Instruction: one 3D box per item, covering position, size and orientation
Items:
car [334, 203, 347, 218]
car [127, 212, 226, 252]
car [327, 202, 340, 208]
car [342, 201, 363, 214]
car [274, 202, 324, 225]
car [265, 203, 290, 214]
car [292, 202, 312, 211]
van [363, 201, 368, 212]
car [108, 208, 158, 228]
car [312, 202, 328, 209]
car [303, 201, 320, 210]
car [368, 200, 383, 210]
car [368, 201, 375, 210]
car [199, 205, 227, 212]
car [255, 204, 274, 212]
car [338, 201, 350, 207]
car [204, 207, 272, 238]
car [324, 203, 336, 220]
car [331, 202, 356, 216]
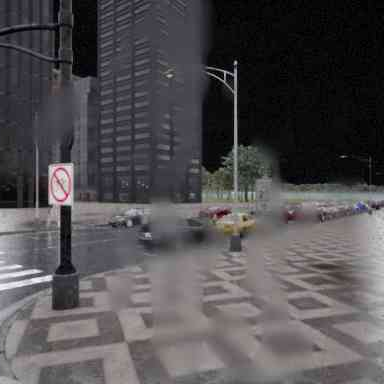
[{"bbox_3d":[15.879,2.245,37.823,1.802,1.307,4.206,-1,-2,36],"label":"car"},{"bbox_3d":[-0.517,1.774,14.850,1.947,1.339,4.313,-1,-2,36],"label":"car"},{"bbox_3d":[31.889,2.889,74.931,1.802,1.307,4.206,-1,-2,36],"label":"car"},{"bbox_3d":[22.431,2.294,47.009,1.967,1.590,4.097,-1,-2,36],"label":"car"},{"bbox_3d":[9.317,1.791,28.637,2.192,1.841,5.009,-1,-2,36],"label":"car"},{"bbox_3d":[12.217,2.304,47.369,2.008,1.369,4.403,-1,-2,36],"label":"car"},{"bbox_3d":[18.775,2.493,56.557,2.008,1.369,4.403,-1,-2,36],"label":"car"},{"bbox_3d":[25.710,2.288,51.605,1.690,1.788,3.998,-1,-2,36],"label":"van"},{"bbox_3d":[-4.173,1.840,24.402,2.008,1.369,4.403,-1,-1,36],"label":"car"},{"bbox_3d":[25.332,2.671,65.744,1.887,1.381,4.507,-1,-2,36],"label":"car"},{"bbox_3d":[22.053,2.475,61.153,1.967,1.590,4.097,-1,-2,36],"label":"car"},{"bbox_3d":[35.547,2.538,65.388,2.192,1.841,5.009,-1,-2,36],"label":"car"},{"bbox_3d":[28.990,2.591,56.194,2.008,1.369,4.403,-1,-2,36],"label":"car"},{"bbox_3d":[2.383,2.015,33.590,1.887,1.381,4.507,-1,-2,36],"label":"car"},{"bbox_3d":[8.939,2.208,42.776,2.008,1.369,4.403,-1,-2,36],"label":"car"},{"bbox_3d":[38.446,3.036,84.118,2.008,1.369,4.403,-1,-1,36],"label":"car"},{"bbox_3d":[2.859,1.823,19.582,1.752,1.417,4.829,-1,-2,36],"label":"car"},{"bbox_3d":[12.596,2.113,33.225,1.887,1.381,4.507,-1,-2,36],"label":"car"},{"bbox_3d":[19.153,2.303,42.413,1.887,1.381,4.507,-1,-2,36],"label":"car"}]
